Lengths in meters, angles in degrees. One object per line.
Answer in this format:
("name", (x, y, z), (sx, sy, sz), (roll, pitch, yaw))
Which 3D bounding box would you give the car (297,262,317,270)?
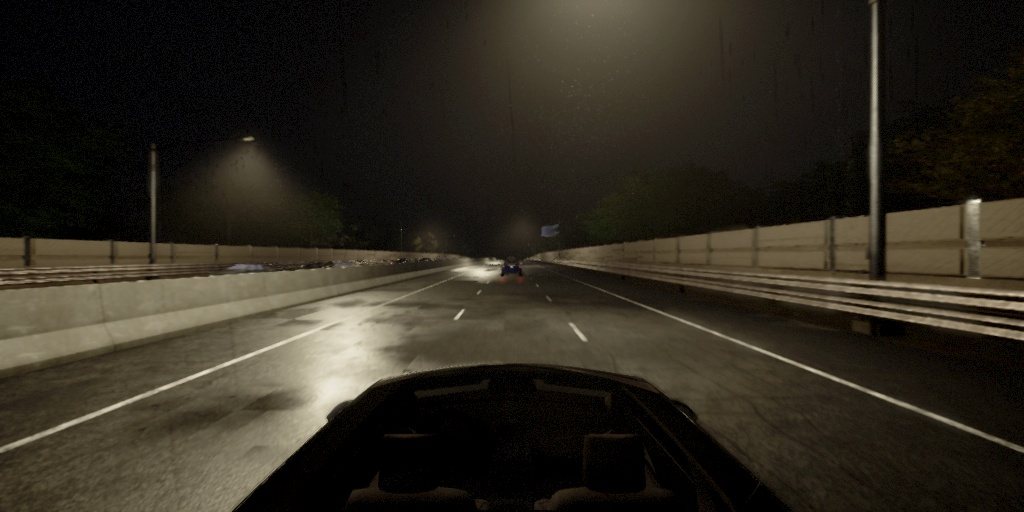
("car", (-17.642, 1.242, 32.745), (1.837, 1.490, 4.892), (0, 0, 0))

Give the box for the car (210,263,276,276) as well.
("car", (-21.153, 1.290, 28.536), (2.033, 1.411, 5.357), (0, 0, 0))

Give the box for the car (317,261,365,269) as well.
("car", (-14.149, 1.227, 30.786), (2.128, 1.511, 4.902), (0, 0, 0))

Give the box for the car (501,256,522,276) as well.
("car", (-0.023, 1.068, 36.689), (2.097, 1.767, 4.553), (0, 0, 0))
